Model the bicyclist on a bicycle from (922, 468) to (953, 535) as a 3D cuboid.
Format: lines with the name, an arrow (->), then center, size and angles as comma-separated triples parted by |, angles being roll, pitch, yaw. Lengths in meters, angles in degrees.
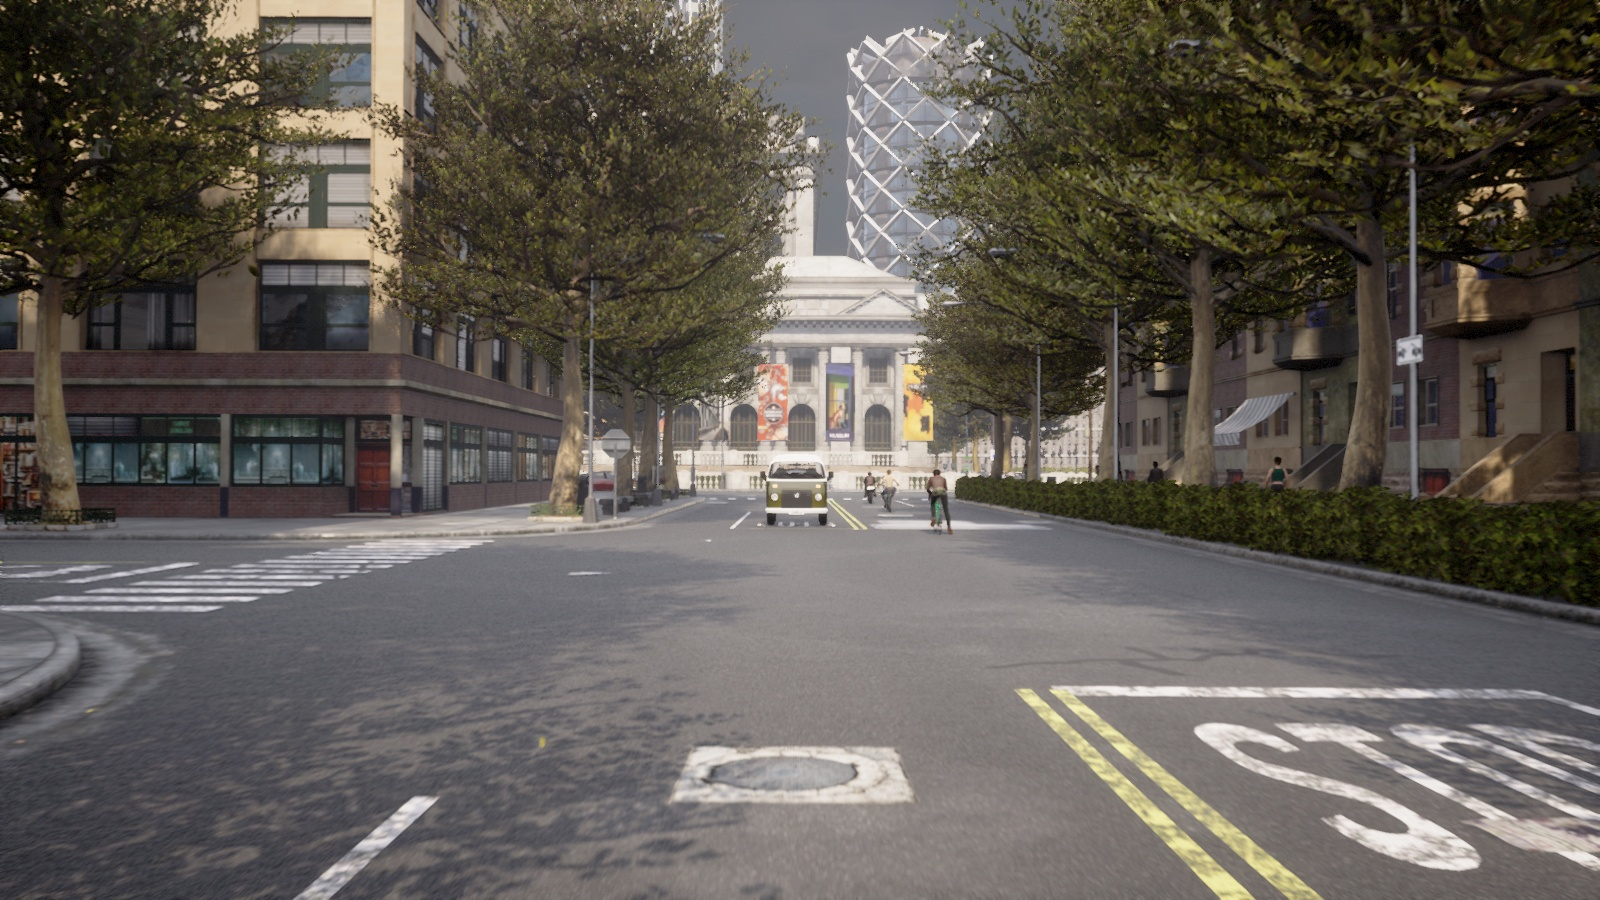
bicyclist on a bicycle -> 3.430, 1.269, 31.336 | 0.582, 1.620, 1.656 | 0, -1, 0

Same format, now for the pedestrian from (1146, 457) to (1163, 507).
pedestrian -> 13.138, 1.183, 46.521 | 0.431, 1.840, 0.703 | 0, -1, 1

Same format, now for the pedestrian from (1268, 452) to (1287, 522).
pedestrian -> 12.574, 0.965, 33.086 | 0.345, 1.836, 0.594 | 0, -1, 10

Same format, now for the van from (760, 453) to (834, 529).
van -> -0.080, 1.137, 37.098 | 2.069, 2.038, 4.480 | 0, 1, 0

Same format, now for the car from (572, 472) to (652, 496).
car -> -12.079, 2.194, 80.977 | 4.792, 1.488, 2.163 | 0, -1, 0
